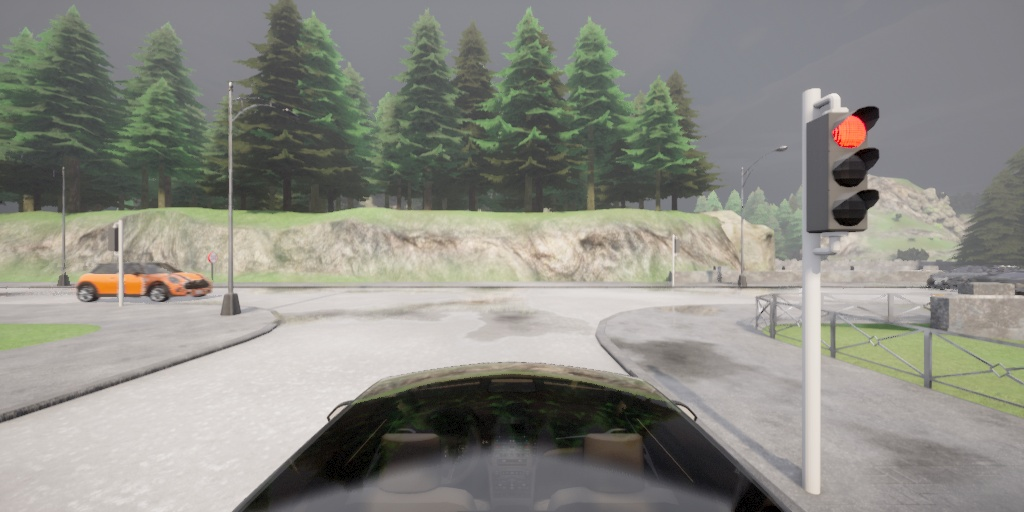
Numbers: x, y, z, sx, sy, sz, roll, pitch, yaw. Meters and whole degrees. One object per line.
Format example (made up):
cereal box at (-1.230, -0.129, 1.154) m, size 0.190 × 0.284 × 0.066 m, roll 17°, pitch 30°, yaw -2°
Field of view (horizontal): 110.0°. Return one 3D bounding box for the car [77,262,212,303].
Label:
car at (-16.235, 1.038, 16.026) m, size 4.553 × 1.767 × 2.097 m, roll 0°, pitch 0°, yaw 0°

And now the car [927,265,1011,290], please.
car at (26.425, 1.230, 20.151) m, size 4.902 × 1.511 × 2.128 m, roll 0°, pitch 0°, yaw 0°

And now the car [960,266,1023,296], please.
car at (24.115, 1.295, 16.055) m, size 5.357 × 1.411 × 2.033 m, roll 0°, pitch 0°, yaw 0°
